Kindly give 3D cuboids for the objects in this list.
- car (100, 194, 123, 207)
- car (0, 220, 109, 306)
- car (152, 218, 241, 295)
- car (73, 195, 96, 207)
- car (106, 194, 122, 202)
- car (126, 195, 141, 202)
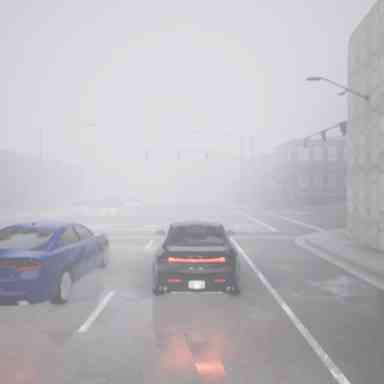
[{"bbox_3d":[-10.474,1.245,43.551,1.895,1.301,4.718,0,1,2],"label":"car"},{"bbox_3d":[-3.401,1.412,7.975,1.882,1.535,5.008,0,0,0],"label":"car"},{"bbox_3d":[0.104,1.434,8.521,1.837,1.490,4.892,0,0,0],"label":"car"},{"bbox_3d":[-13.964,1.170,43.546,1.812,1.442,4.674,0,0,0],"label":"car"},{"bbox_3d":[-13.877,1.042,59.304,1.812,1.442,4.674,0,1,1],"label":"car"},{"bbox_3d":[-10.382,1.117,59.188,1.895,1.301,4.718,0,0,1],"label":"car"}]
